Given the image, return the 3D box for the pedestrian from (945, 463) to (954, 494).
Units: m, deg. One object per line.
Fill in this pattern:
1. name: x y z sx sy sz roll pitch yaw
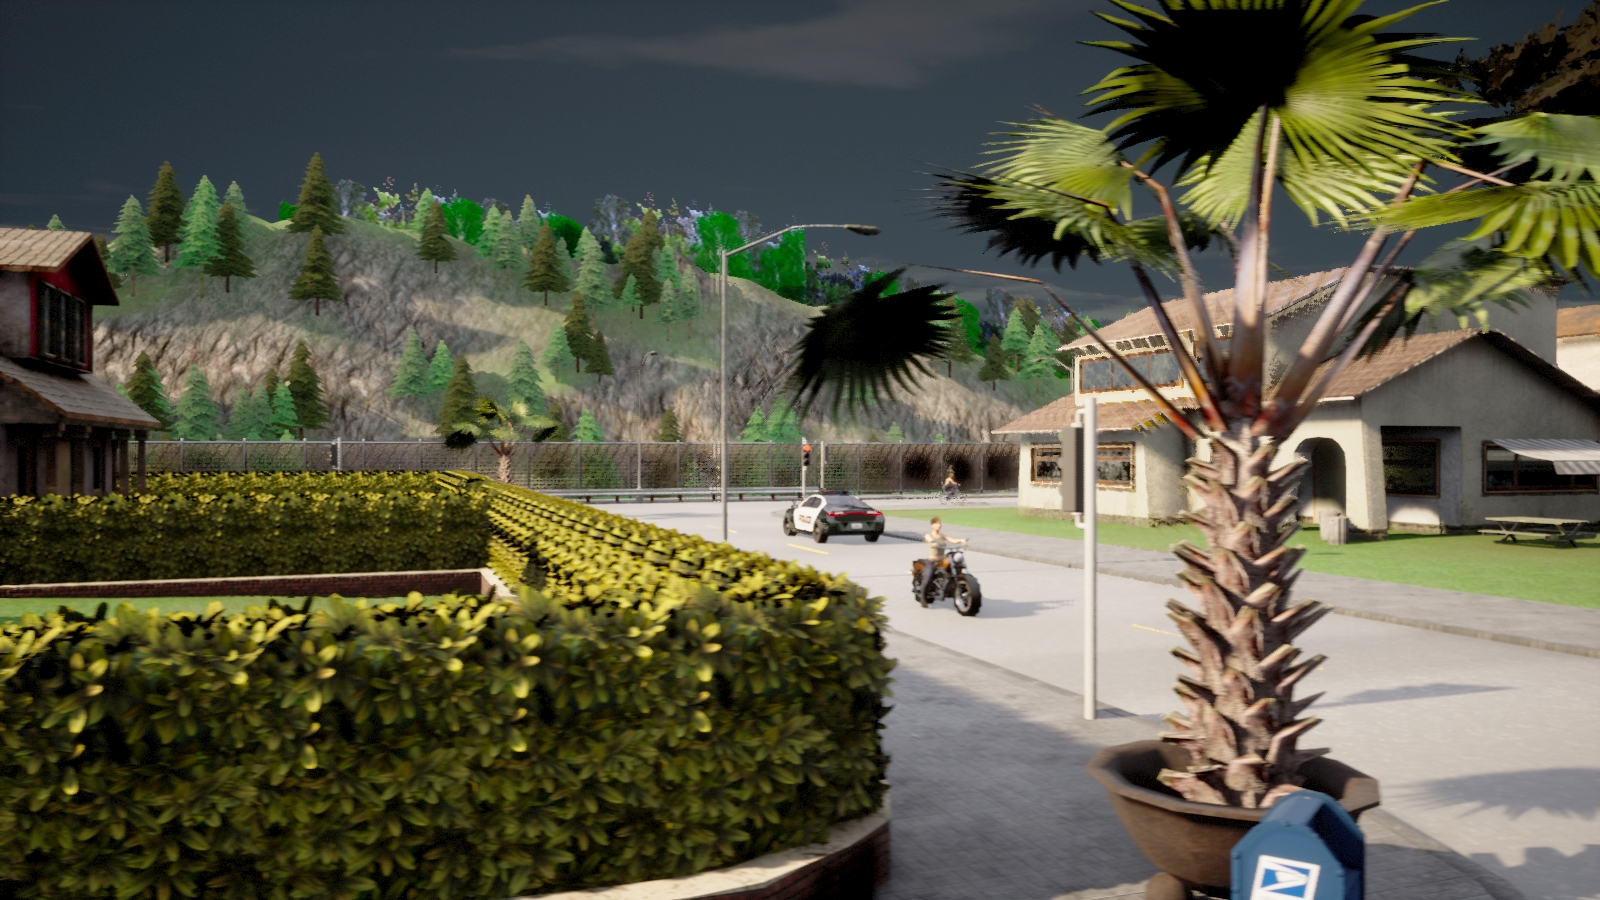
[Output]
1. pedestrian: 9.032 1.743 68.941 0.375 1.860 0.375 0 0 -27

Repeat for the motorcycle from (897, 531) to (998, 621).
1. motorcycle: 2.534 2.154 19.982 0.764 1.307 2.356 0 0 -20

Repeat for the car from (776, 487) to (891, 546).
1. car: 0.954 2.037 36.013 2.038 1.542 4.974 0 0 -18

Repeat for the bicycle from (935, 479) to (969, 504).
1. bicycle: 7.909 2.156 59.402 1.487 1.276 0.859 0 0 -20
